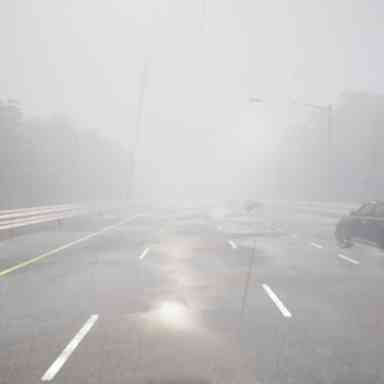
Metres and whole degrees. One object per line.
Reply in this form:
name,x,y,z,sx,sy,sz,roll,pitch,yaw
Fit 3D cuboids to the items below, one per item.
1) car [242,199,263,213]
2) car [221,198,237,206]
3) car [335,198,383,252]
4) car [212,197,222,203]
car,7.075,1.645,39.165,1.837,1.490,4.892,0,-1,0
car,7.195,1.945,61.901,2.033,1.411,5.357,0,-1,0
car,7.005,1.227,11.424,2.150,2.045,5.566,0,0,0
car,7.443,2.153,92.004,2.097,1.767,4.553,0,-1,1
